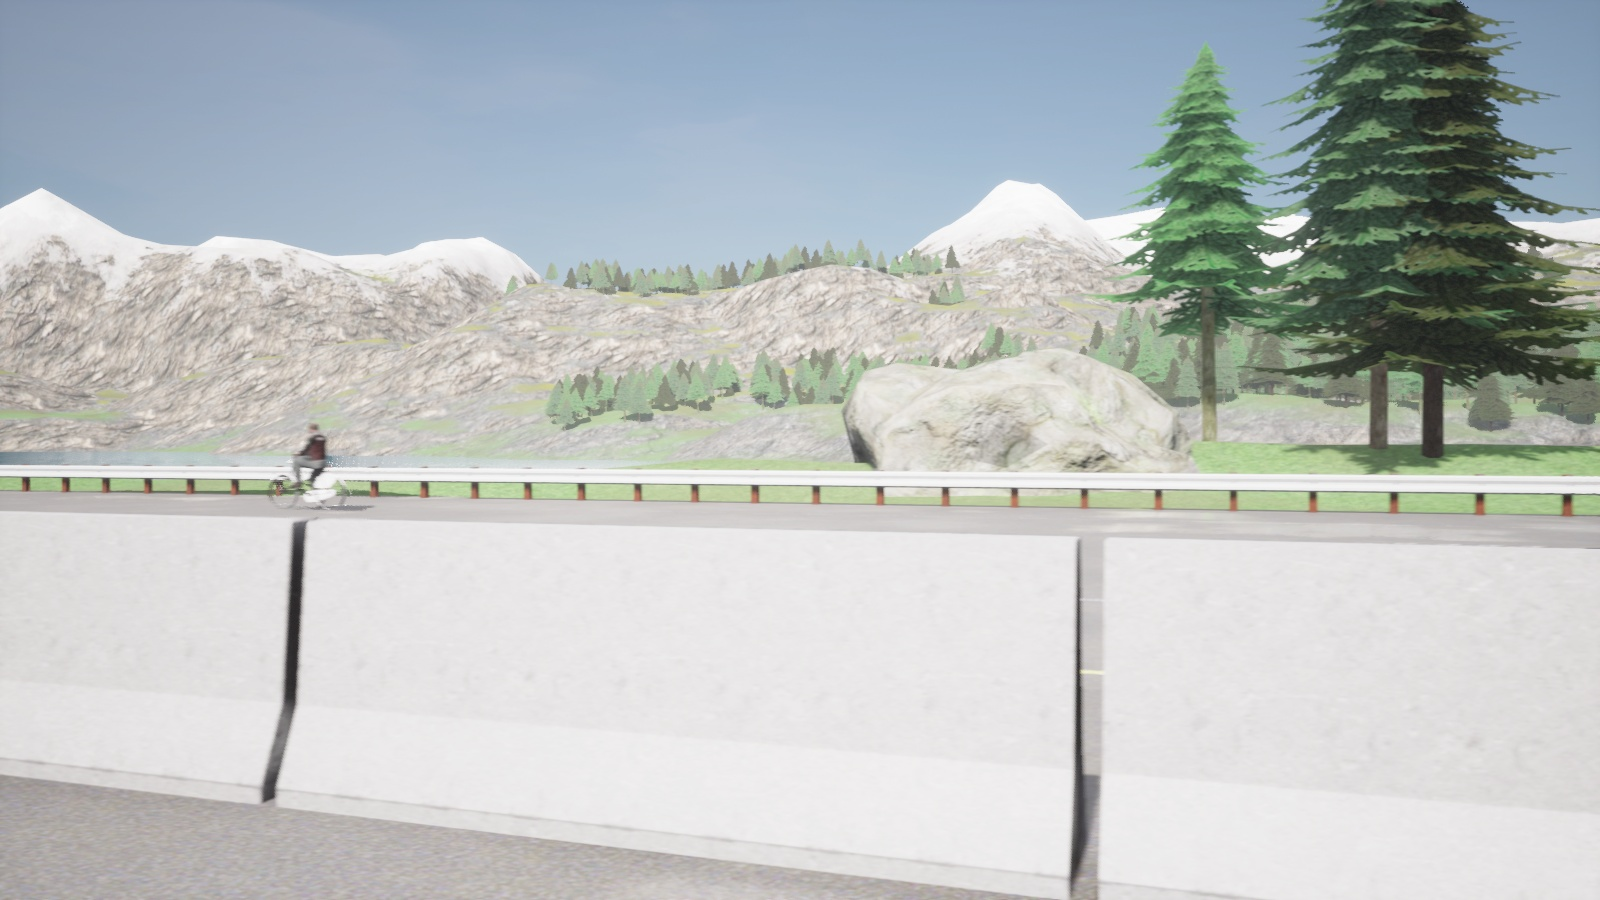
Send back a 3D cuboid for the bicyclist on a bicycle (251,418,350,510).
[{"bbox_3d":[-9.949,0.259,25.002,1.843,1.776,0.659,1,1,19],"label":"bicyclist on a bicycle"}]
